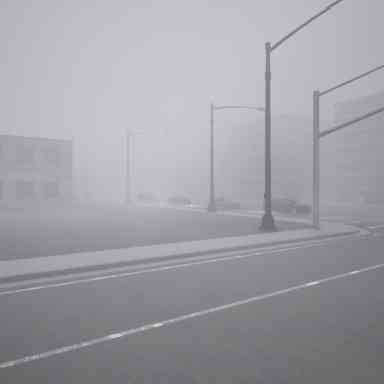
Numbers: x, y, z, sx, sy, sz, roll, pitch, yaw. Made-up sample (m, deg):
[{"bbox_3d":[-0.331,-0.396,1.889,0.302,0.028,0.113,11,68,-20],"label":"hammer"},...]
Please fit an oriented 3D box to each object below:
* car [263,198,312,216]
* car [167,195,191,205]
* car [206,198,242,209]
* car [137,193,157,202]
[{"bbox_3d":[9.063,1.345,31.978,1.882,1.535,5.008,0,1,-35],"label":"car"},{"bbox_3d":[-1.891,1.120,47.938,1.994,1.385,4.181,0,1,-34],"label":"car"},{"bbox_3d":[3.765,1.332,39.672,1.895,1.301,4.718,0,1,-34],"label":"car"},{"bbox_3d":[-7.649,0.866,56.401,2.128,1.511,4.902,0,1,-34],"label":"car"}]
